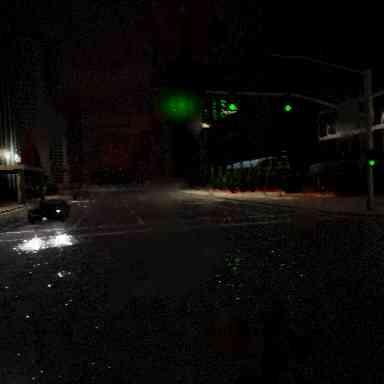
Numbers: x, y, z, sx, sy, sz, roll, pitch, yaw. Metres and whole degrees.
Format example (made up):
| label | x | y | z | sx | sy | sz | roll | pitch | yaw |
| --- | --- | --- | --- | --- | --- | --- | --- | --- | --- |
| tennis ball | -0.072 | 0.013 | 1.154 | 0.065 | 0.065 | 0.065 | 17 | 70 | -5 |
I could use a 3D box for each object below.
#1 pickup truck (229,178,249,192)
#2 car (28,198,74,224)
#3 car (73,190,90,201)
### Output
| label | x | y | z | sx | sy | sz | roll | pitch | yaw |
| --- | --- | --- | --- | --- | --- | --- | --- | --- | --- |
| pickup truck | 7.497 | -1.136 | 52.399 | 2.390 | 2.098 | 6.274 | -2 | 2 | 16 |
| car | -8.931 | 1.157 | 21.071 | 1.895 | 1.301 | 4.718 | -3 | 2 | -14 |
| car | -15.166 | 0.445 | 45.853 | 1.994 | 1.385 | 4.181 | -3 | 2 | -14 |
